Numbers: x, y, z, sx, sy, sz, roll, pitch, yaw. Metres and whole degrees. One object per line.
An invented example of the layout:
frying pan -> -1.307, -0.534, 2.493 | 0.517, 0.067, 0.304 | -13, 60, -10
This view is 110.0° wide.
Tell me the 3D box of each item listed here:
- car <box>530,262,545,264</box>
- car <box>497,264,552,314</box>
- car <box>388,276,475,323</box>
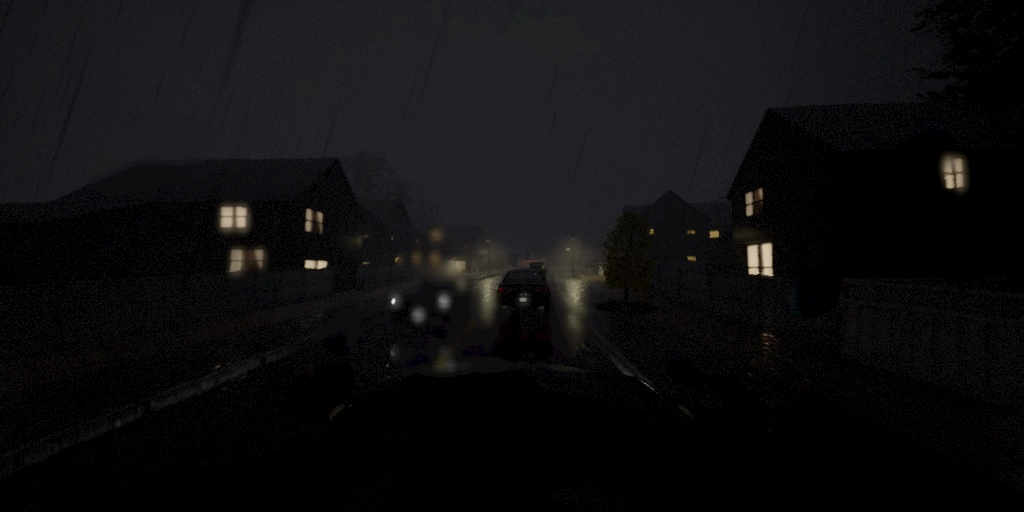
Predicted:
car -> 2.408, 1.314, 33.554 | 1.837, 1.490, 4.892 | 0, 0, 8
car -> 0.515, 1.247, 13.942 | 1.882, 1.535, 5.008 | 0, 0, 3
car -> -2.534, 1.369, 12.308 | 1.895, 1.301, 4.718 | 0, 0, 3
